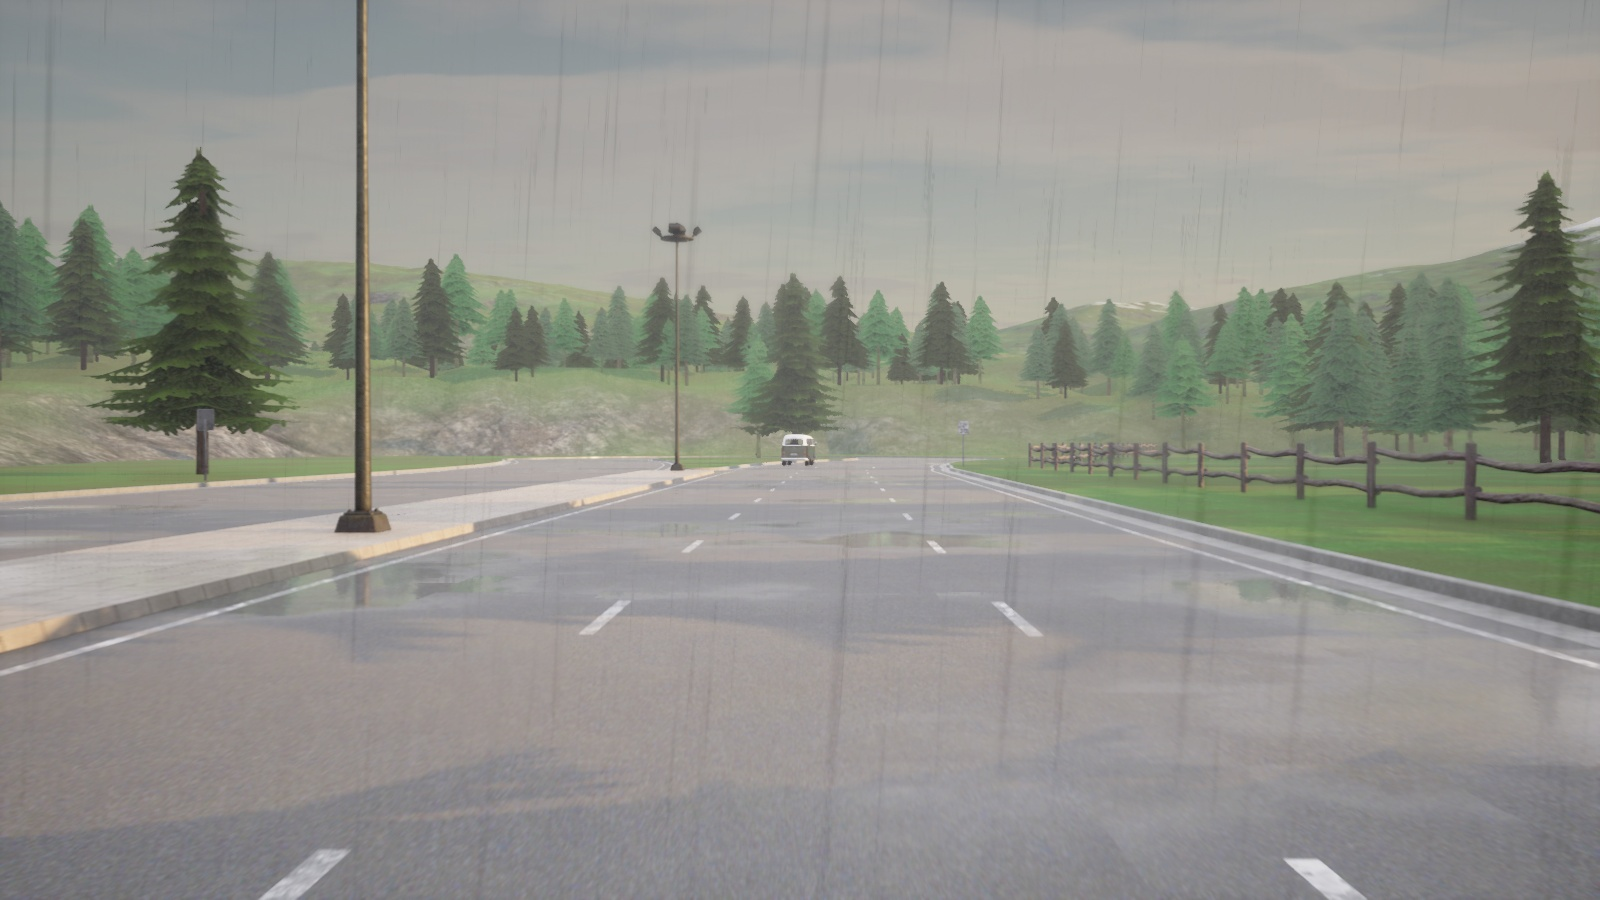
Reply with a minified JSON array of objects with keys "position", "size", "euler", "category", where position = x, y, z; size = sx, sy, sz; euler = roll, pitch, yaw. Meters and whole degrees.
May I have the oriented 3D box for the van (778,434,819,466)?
[{"position":[-0.058,0.005,82.393],"size":[2.069,2.038,4.480],"euler":[0,0,8],"category":"van"}]
